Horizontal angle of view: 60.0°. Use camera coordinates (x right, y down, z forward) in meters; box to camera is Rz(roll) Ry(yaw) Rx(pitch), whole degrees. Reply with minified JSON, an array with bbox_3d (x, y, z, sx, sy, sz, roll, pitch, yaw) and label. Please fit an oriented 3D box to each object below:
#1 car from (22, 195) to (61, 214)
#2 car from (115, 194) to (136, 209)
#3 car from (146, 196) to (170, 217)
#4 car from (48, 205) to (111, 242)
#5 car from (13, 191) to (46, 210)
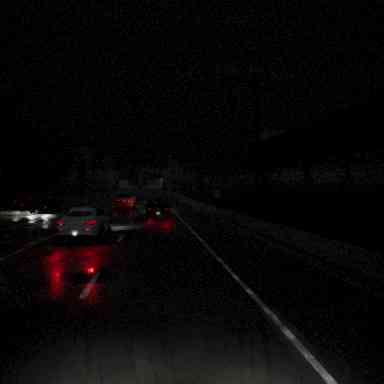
[{"bbox_3d":[-14.179,1.311,32.327,2.033,1.411,5.357,-1,1,-7],"label":"car"},{"bbox_3d":[-7.684,0.984,38.697,2.097,1.767,4.553,-1,1,-7],"label":"car"},{"bbox_3d":[-2.865,1.316,27.756,1.895,1.301,4.718,-1,1,-7],"label":"car"},{"bbox_3d":[-4.967,1.390,15.602,1.812,1.442,4.674,-1,1,-7],"label":"car"},{"bbox_3d":[-18.347,0.950,38.043,2.150,2.045,5.566,-1,1,-6],"label":"car"}]
